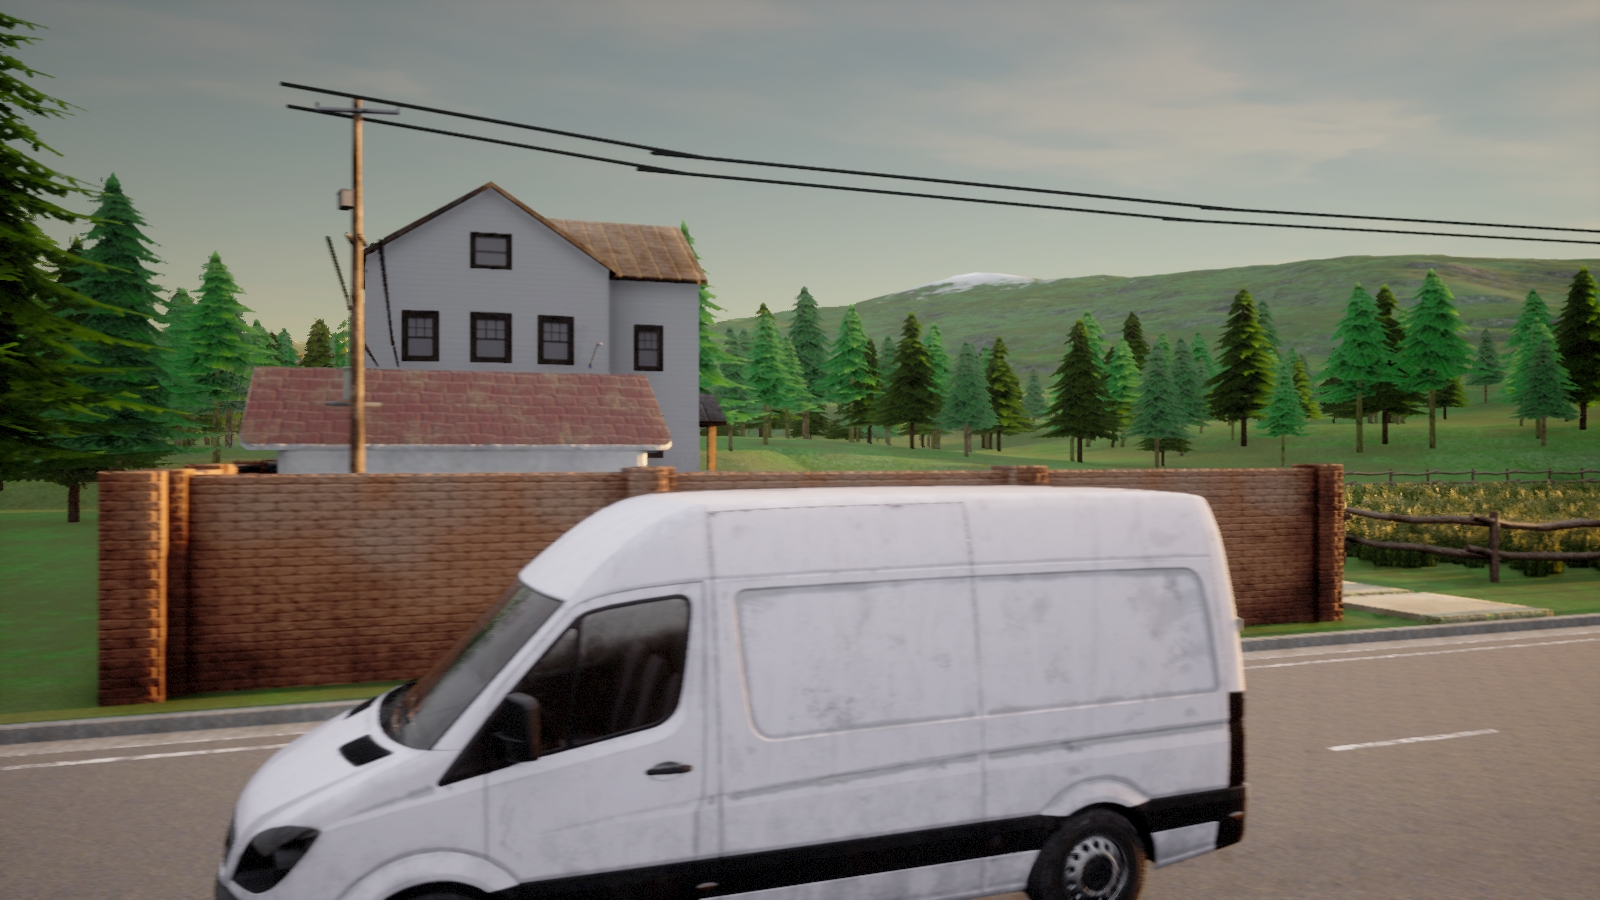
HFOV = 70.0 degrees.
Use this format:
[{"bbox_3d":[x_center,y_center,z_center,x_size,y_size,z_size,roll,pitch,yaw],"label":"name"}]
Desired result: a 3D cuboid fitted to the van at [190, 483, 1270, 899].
[{"bbox_3d":[-0.231,1.534,6.945,5.915,2.561,1.988,0,0,-20],"label":"van"}]
